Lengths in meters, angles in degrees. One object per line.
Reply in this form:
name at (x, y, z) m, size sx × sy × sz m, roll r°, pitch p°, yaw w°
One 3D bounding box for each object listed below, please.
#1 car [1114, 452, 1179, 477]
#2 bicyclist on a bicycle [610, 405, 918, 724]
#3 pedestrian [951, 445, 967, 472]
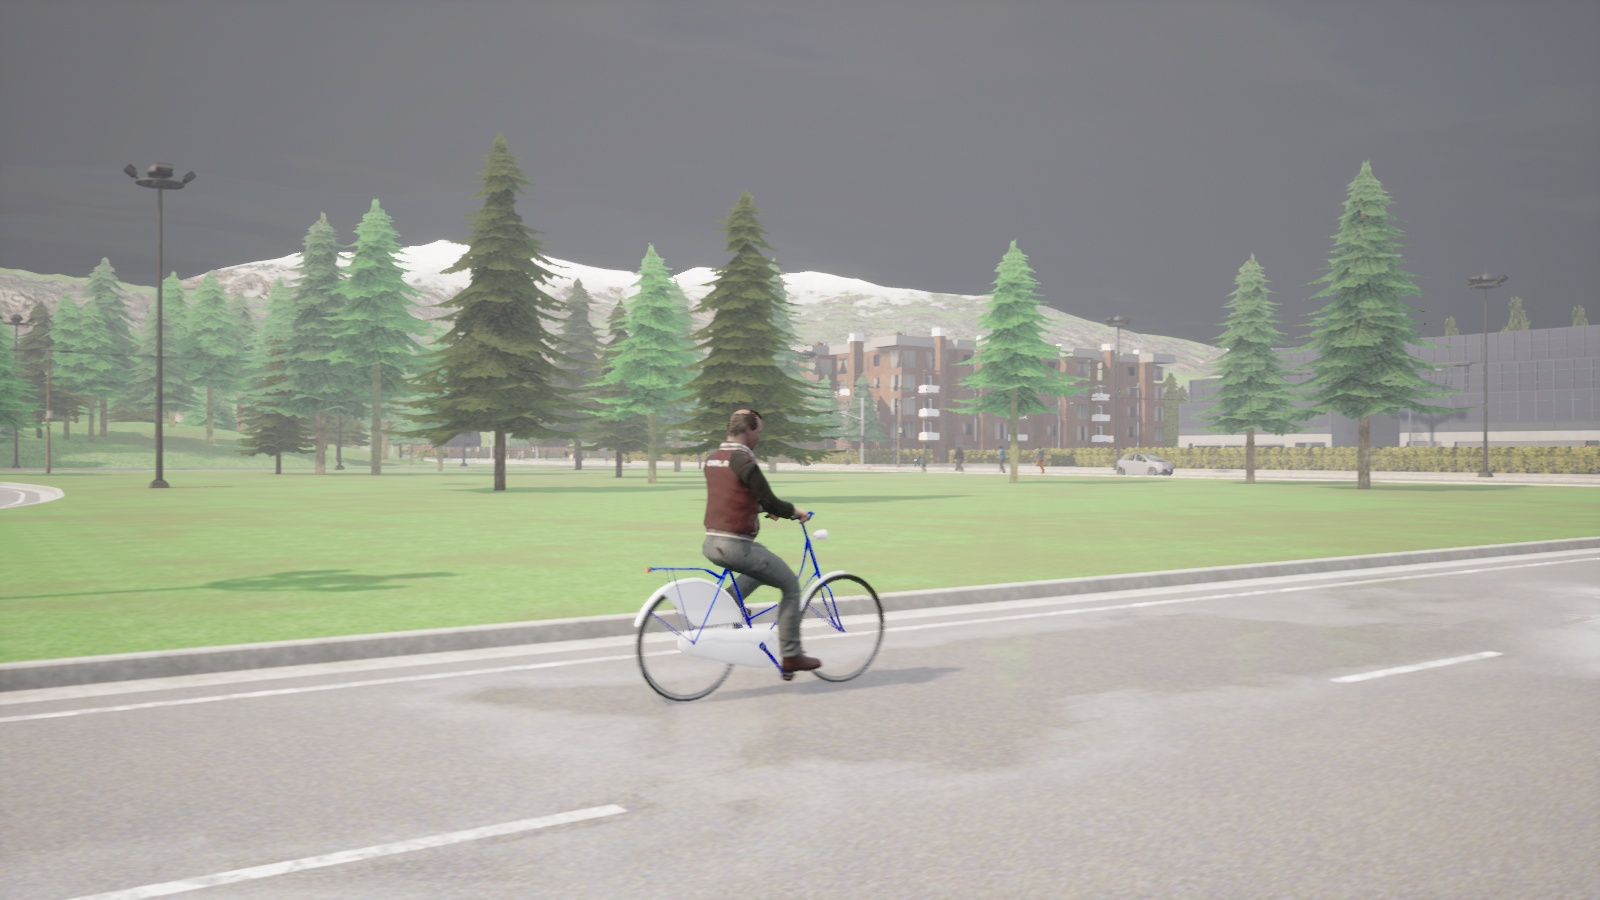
car at (22.081, 0.909, 80.042) m, size 1.845 × 1.501 × 3.633 m, roll 0°, pitch 0°, yaw -35°
bicyclist on a bicycle at (-0.193, 0.635, 7.789) m, size 1.843 × 1.776 × 0.659 m, roll 0°, pitch 0°, yaw -35°
pedestrian at (10.818, 0.571, 85.697) m, size 0.634 × 1.844 × 0.899 m, roll 0°, pitch 0°, yaw -35°
